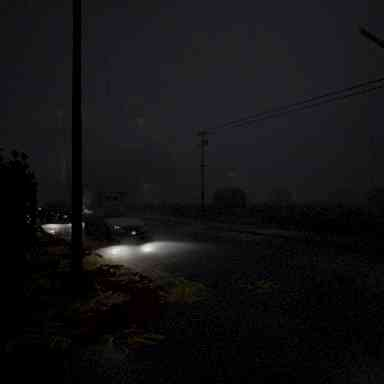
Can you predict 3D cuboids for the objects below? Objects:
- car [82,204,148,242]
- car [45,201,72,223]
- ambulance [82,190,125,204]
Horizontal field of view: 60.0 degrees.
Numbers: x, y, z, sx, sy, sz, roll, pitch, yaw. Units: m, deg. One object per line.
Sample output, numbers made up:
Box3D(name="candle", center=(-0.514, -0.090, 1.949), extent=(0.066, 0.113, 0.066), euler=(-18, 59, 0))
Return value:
Box3D(name="car", center=(-3.924, 1.526, 16.548), extent=(1.812, 1.442, 4.674), euler=(0, 0, -36))
Box3D(name="car", center=(-10.359, 1.506, 25.546), extent=(1.837, 1.490, 4.892), euler=(0, 0, -35))
Box3D(name="ambulance", center=(-7.939, 1.030, 28.271), extent=(2.351, 2.431, 6.366), euler=(0, 0, -35))
